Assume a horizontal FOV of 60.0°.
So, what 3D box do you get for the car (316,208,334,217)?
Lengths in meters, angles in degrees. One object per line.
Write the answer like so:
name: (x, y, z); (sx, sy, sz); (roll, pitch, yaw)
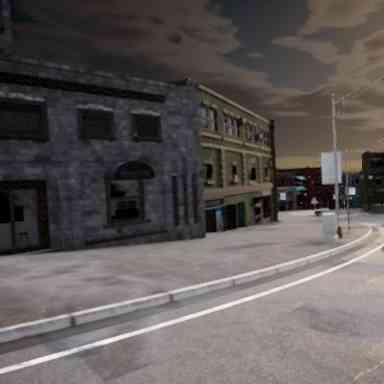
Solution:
car: (22.044, 3.372, 55.362); (1.812, 1.442, 4.674); (-3, -3, 2)
